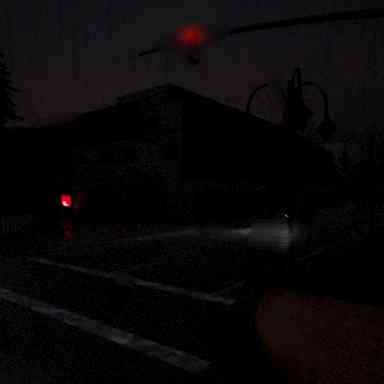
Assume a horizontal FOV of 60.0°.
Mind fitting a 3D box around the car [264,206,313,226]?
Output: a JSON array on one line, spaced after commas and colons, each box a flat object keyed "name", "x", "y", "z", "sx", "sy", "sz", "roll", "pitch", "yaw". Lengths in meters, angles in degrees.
[{"name": "car", "x": 7.022, "y": 1.707, "z": 24.001, "sx": 1.895, "sy": 1.301, "sz": 4.718, "roll": -1, "pitch": 0, "yaw": 39}]
